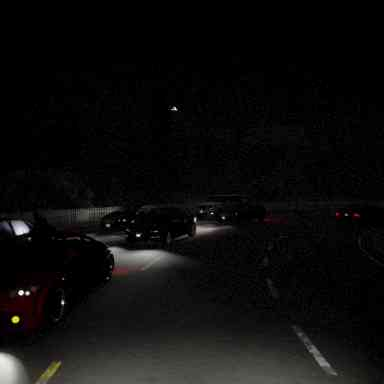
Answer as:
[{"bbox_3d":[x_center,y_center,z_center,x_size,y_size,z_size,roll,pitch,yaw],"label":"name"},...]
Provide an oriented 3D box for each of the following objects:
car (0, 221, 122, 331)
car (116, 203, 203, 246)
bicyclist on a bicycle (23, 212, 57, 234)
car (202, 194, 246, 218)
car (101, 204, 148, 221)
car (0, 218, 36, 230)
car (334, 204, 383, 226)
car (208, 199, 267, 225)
[{"bbox_3d":[-3.125,1.564,6.936,1.994,1.385,4.181,0,0,6],"label":"car"},{"bbox_3d":[-1.279,1.505,15.650,1.837,1.490,4.892,0,0,21],"label":"car"},{"bbox_3d":[-4.828,1.483,10.623,1.656,1.620,0.582,2,1,9],"label":"bicyclist on a bicycle"},{"bbox_3d":[2.661,1.221,28.598,2.150,2.045,5.566,0,0,44],"label":"car"},{"bbox_3d":[-3.330,1.491,19.682,2.128,1.511,4.902,0,0,26],"label":"car"},{"bbox_3d":[-6.289,1.543,10.286,2.033,1.411,5.357,0,0,9],"label":"car"},{"bbox_3d":[12.035,1.547,23.387,5.357,1.411,2.033,0,0,-40],"label":"car"},{"bbox_3d":[3.709,1.491,24.466,2.128,1.511,4.902,0,0,40],"label":"car"}]
